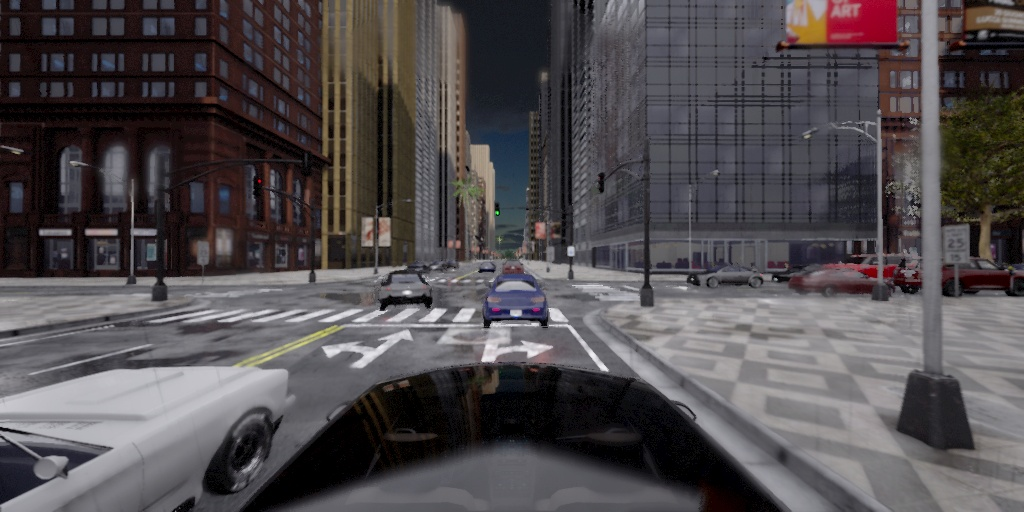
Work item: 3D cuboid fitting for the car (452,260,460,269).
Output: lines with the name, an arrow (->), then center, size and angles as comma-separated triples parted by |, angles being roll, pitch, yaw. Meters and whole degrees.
car -> -9.736, 1.426, 58.433 | 2.033, 1.411, 5.357 | 0, 0, 0

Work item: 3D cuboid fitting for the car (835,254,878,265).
car -> 22.594, 0.898, 22.650 | 5.566, 2.045, 2.150 | 0, 0, -1

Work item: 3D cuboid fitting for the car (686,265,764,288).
car -> 13.291, 1.273, 22.508 | 4.181, 1.385, 1.994 | 0, 0, -1

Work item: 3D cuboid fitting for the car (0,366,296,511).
car -> -3.152, 1.351, 1.552 | 1.895, 1.301, 4.718 | 0, 0, 0

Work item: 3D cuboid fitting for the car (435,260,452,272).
car -> -9.803, 1.331, 47.775 | 2.128, 1.511, 4.902 | 0, 0, 0

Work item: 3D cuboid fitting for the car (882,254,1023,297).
car -> 20.960, 0.952, 16.850 | 5.009, 1.841, 2.192 | 0, 0, -1

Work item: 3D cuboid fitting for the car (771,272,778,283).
car -> 20.833, 1.269, 25.374 | 4.313, 1.339, 1.948 | 0, 0, -1

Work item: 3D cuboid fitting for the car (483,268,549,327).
car -> 0.104, 1.273, 11.396 | 1.812, 1.442, 4.674 | 0, 0, 0

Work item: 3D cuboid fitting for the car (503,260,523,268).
car -> 0.110, 1.159, 37.244 | 2.097, 1.767, 4.553 | 0, 0, 0

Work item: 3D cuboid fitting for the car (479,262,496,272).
car -> -3.139, 1.398, 46.466 | 1.994, 1.385, 4.181 | 0, 0, 0

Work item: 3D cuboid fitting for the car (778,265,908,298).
car -> 15.321, 1.239, 16.764 | 4.207, 1.307, 1.802 | 0, 0, -1

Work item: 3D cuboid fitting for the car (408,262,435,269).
car -> -9.830, 1.372, 37.490 | 1.994, 1.385, 4.181 | 0, 0, 0

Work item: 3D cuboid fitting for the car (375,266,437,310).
car -> -4.575, 1.307, 15.008 | 1.994, 1.385, 4.181 | 0, 0, -21
